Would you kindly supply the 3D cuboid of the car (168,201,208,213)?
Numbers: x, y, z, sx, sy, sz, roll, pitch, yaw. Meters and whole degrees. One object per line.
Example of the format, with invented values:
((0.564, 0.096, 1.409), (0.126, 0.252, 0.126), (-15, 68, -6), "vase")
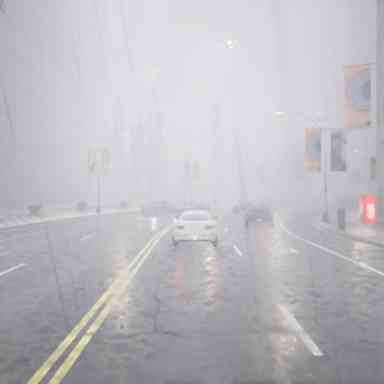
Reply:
((0.090, 1.560, 32.141), (2.033, 1.411, 5.357), (0, 0, 24), "car")

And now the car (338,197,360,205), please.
((28.172, 1.588, 59.016), (4.181, 1.385, 1.994), (0, 0, -13), "car")

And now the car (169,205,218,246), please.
((0.203, 1.532, 15.117), (1.812, 1.442, 4.674), (0, 0, 3), "car")

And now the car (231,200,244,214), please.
((6.042, 1.562, 35.536), (2.033, 1.411, 5.357), (0, 0, 33), "car")

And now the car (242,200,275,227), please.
((4.678, 1.514, 23.036), (1.837, 1.490, 4.892), (-1, 0, 12), "car")

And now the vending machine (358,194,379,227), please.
((11.750, 1.205, 22.169), (1.100, 2.100, 0.880), (0, 0, 15), "vending machine")

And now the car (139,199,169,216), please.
((-3.289, 1.518, 32.655), (1.837, 1.490, 4.892), (-1, 0, 24), "car")
